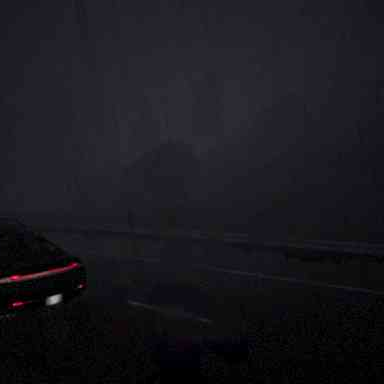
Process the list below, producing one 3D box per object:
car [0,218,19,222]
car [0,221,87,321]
[{"bbox_3d":[-8.288,1.690,13.466,4.718,1.301,1.895,0,0,32],"label":"car"},{"bbox_3d":[-4.231,1.536,6.716,4.902,1.511,2.128,0,0,34],"label":"car"}]
